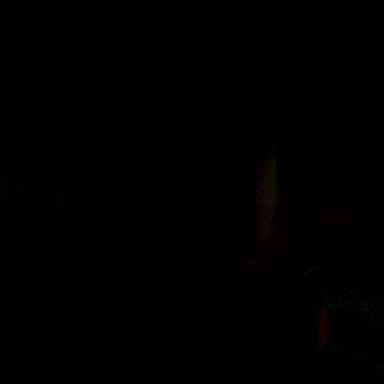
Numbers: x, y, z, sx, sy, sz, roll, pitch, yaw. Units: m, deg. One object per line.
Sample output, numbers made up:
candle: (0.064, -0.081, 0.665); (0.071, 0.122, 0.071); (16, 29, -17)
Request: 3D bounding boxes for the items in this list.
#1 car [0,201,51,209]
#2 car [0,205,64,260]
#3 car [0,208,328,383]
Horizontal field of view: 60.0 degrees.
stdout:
car: (-6.193, 1.281, 8.271); (5.566, 2.045, 2.150); (0, 0, -38)
car: (-7.273, 1.439, 11.960); (4.553, 1.767, 2.097); (0, -1, -41)
car: (-0.920, 1.246, 3.263); (5.566, 2.045, 2.150); (1, 0, -39)
